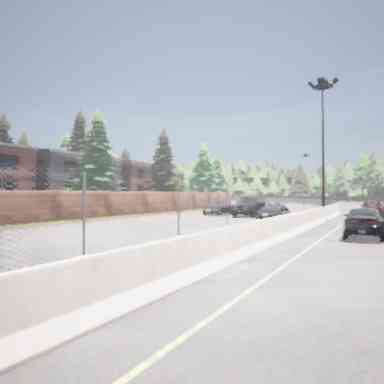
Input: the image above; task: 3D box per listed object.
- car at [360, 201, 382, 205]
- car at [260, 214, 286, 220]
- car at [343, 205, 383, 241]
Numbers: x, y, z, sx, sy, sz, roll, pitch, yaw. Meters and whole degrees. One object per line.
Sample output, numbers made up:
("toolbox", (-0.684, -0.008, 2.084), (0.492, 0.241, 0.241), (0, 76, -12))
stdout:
("car", (16.756, 1.571, 30.902), (2.097, 1.767, 4.553), (0, -1, 29))
("car", (6.822, 1.694, 27.999), (2.128, 1.511, 4.902), (0, 0, 30))
("car", (9.131, 1.628, 17.568), (1.837, 1.490, 4.892), (0, -1, 30))
